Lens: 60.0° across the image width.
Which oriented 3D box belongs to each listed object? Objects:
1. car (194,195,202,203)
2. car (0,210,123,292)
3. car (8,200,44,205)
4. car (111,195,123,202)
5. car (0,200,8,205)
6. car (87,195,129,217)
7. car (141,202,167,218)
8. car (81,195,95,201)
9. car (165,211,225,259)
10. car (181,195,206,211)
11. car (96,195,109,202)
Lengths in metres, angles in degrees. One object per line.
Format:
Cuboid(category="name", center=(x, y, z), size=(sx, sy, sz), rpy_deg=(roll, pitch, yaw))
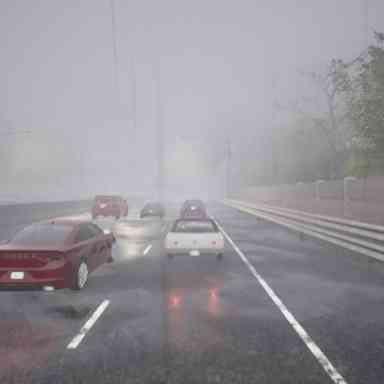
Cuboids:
Cuboid(category="car", center=(1.262, 1.535, 73.435), size=(1.801, 1.575, 5.366), rpy_deg=(0, 0, 0))
Cuboid(category="car", center=(-3.414, 1.477, 8.994), size=(1.882, 1.535, 5.008), rpy_deg=(0, 0, 0))
Cuboid(category="car", center=(-17.575, 1.570, 36.838), size=(2.033, 1.411, 5.357), rpy_deg=(0, 0, 0))
Cuboid(category="car", center=(-17.461, 1.442, 77.773), size=(1.837, 1.490, 4.892), rpy_deg=(0, 0, 0))
Cuboid(category="car", center=(-21.074, 1.570, 36.826), size=(2.033, 1.411, 5.357), rpy_deg=(0, 0, 0))
Cuboid(category="car", center=(-6.890, 1.235, 28.380), size=(2.150, 2.045, 5.566), rpy_deg=(0, 0, 0))
Cuboid(category="car", center=(-3.391, 1.579, 29.836), size=(1.994, 1.385, 4.181), rpy_deg=(0, 0, 0))
Cuboid(category="car", center=(-24.461, 1.417, 78.186), size=(1.994, 1.385, 4.181), rpy_deg=(0, 0, 0))
Cuboid(category="car", center=(0.099, 1.602, 12.493), size=(1.895, 1.301, 4.718), rpy_deg=(0, 0, 0))
Cuboid(category="car", center=(0.107, 1.366, 29.065), size=(2.097, 1.767, 4.553), rpy_deg=(0, 0, 0))
Cuboid(category="car", center=(-20.961, 1.495, 77.775), size=(1.994, 1.385, 4.181), rpy_deg=(0, 0, 0))
